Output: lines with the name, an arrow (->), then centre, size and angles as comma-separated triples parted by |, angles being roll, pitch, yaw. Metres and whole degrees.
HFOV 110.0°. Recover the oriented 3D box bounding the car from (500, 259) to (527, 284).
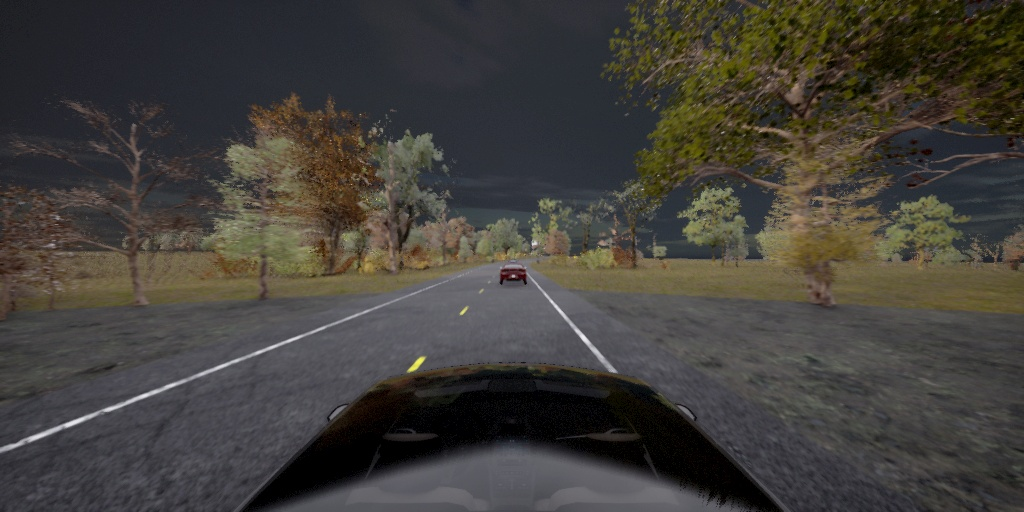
car -> 0.101, 1.240, 27.453 | 1.882, 1.535, 5.008 | 0, 0, 0
